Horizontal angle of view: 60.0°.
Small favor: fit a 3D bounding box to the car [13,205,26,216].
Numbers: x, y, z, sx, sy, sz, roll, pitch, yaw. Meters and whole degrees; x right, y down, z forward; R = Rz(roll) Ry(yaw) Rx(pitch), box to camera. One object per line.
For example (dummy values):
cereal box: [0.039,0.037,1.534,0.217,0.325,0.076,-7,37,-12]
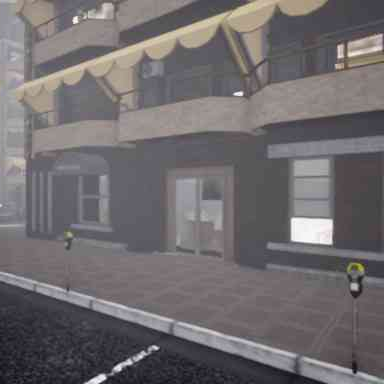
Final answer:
car: [-18.883,1.941,39.266,1.967,1.590,4.097,-1,-2,35]
